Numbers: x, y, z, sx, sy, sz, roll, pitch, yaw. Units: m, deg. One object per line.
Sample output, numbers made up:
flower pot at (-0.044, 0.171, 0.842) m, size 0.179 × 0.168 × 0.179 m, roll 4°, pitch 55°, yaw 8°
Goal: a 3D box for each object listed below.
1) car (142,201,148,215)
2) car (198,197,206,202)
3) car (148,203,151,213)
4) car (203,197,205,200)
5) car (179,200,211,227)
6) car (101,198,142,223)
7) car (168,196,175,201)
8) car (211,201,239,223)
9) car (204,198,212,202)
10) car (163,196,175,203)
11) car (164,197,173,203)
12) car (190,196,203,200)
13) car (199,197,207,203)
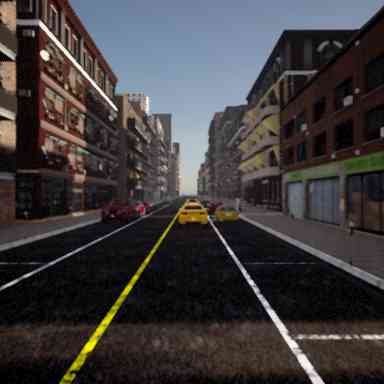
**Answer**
car at (-5.711, 1.574, 32.082) m, size 1.967 × 1.590 × 4.097 m, roll 0°, pitch 0°, yaw 0°
car at (2.632, 1.922, 88.446) m, size 1.947 × 1.339 × 4.313 m, roll 0°, pitch 0°, yaw 0°
car at (-5.714, 1.701, 37.719) m, size 1.887 × 1.381 × 4.507 m, roll 0°, pitch 0°, yaw 0°
car at (2.651, 1.797, 60.265) m, size 2.008 × 1.369 × 4.403 m, roll 0°, pitch 0°, yaw 0°
car at (0.085, 1.577, 23.785) m, size 1.882 × 1.535 × 5.008 m, roll 0°, pitch 0°, yaw 0°
car at (-5.706, 1.426, 26.447) m, size 2.192 × 1.841 × 5.009 m, roll 0°, pitch 0°, yaw 0°
car at (-5.753, 1.924, 94.081) m, size 1.887 × 1.381 × 4.507 m, roll 0°, pitch 0°, yaw 0°
car at (2.673, 1.636, 26.618) m, size 1.752 × 1.417 × 4.829 m, roll 0°, pitch 0°, yaw 0°
car at (2.666, 1.700, 37.720) m, size 1.887 × 1.381 × 4.507 m, roll 0°, pitch 0°, yaw 0°
car at (-5.741, 1.864, 77.171) m, size 2.008 × 1.369 × 4.403 m, roll 0°, pitch 0°, yaw 0°
car at (-5.746, 1.886, 82.808) m, size 2.008 × 1.369 × 4.403 m, roll 0°, pitch 0°, yaw 0°
car at (0.072, 1.648, 41.348) m, size 1.882 × 1.535 × 5.008 m, roll 0°, pitch 0°, yaw 0°
car at (2.636, 1.860, 82.979) m, size 1.752 × 1.417 × 4.829 m, roll 0°, pitch 0°, yaw 0°
